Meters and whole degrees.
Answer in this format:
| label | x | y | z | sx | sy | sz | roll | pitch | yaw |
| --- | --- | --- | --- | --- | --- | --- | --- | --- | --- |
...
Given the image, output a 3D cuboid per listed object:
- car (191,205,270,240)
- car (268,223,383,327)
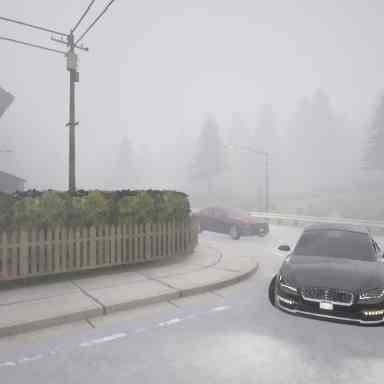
| label | x | y | z | sx | sy | sz | roll | pitch | yaw |
| --- | --- | --- | --- | --- | --- | --- | --- | --- | --- |
| car | 1.851 | 1.478 | 17.428 | 1.882 | 1.535 | 5.008 | 0 | 0 | -33 |
| car | 3.151 | 1.505 | 7.292 | 1.837 | 1.490 | 4.892 | 0 | 0 | 27 |
